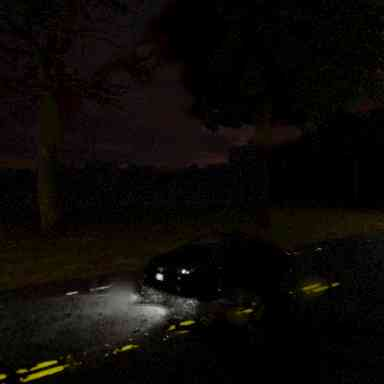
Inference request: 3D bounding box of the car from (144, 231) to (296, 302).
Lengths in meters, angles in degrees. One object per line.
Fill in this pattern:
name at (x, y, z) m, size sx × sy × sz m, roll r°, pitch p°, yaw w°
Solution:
car at (0.854, 1.758, 8.827) m, size 4.181 × 1.385 × 1.994 m, roll 0°, pitch -2°, yaw -37°
